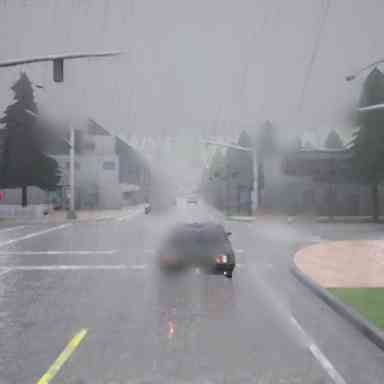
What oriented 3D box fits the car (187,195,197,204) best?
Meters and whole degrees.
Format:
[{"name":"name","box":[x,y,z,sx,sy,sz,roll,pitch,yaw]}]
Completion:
[{"name":"car","box":[0.005,1.594,63.909,1.895,1.301,4.718,0,0,0]}]

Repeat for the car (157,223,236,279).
[{"name":"car","box":[0.271,1.600,10.085,1.895,1.301,4.718,0,0,4]}]

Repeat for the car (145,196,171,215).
[{"name":"car","box":[-3.597,1.348,34.462,2.097,1.767,4.553,0,0,0]}]

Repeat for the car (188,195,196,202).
[{"name":"car","box":[0.003,1.470,73.946,1.882,1.535,5.008,0,0,0]}]

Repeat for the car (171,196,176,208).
[{"name":"car","box":[-3.593,1.521,44.697,1.812,1.442,4.674,0,0,0]}]
